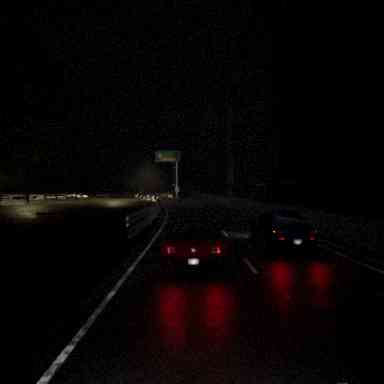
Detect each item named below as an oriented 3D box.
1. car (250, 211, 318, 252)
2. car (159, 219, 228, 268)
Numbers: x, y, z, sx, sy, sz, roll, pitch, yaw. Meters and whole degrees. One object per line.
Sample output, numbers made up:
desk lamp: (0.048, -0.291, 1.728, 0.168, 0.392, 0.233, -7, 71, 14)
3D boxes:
car: (3.572, 1.480, 13.497, 1.812, 1.442, 4.674, 0, 0, 0)
car: (0.060, 1.563, 11.090, 1.895, 1.301, 4.718, 0, 0, 0)
